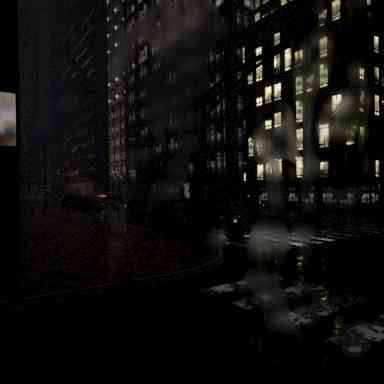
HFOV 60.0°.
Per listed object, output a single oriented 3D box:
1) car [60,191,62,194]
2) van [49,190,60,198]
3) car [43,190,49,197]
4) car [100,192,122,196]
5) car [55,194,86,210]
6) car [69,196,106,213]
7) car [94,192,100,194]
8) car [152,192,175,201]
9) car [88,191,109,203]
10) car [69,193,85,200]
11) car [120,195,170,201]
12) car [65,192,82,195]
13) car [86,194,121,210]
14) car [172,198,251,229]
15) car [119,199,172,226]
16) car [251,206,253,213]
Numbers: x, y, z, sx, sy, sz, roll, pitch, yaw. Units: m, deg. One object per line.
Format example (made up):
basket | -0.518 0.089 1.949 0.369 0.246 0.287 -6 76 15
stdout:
car | -21.731 0.946 59.756 1.837 1.490 4.892 -1 1 -34
van | -32.510 0.531 79.974 1.690 1.788 3.998 -1 1 -35
car | -35.712 0.688 84.621 2.008 1.369 4.403 -1 1 -35
car | -12.007 1.009 51.033 1.837 1.490 4.892 -1 1 -35
car | -13.766 1.289 38.034 2.008 1.369 4.403 -1 1 -35
car | -10.562 1.354 33.390 1.947 1.339 4.313 -1 1 -35
car | -16.187 1.076 51.743 2.033 1.411 5.357 -1 1 -34
car | -3.688 0.963 38.177 2.192 1.841 5.009 -1 1 -35
car | -15.992 0.795 56.750 2.097 1.767 4.553 -1 1 -35
car | -22.903 0.889 66.045 1.887 1.381 4.507 -1 1 -35
car | -4.185 1.315 28.689 1.837 1.490 4.892 -1 1 -35
car | -15.912 1.132 45.782 1.837 1.490 4.892 -1 1 -34
car | -10.035 1.246 37.189 1.812 1.442 4.674 -1 1 -35
car | 1.085 1.382 21.034 2.128 1.511 4.902 -1 1 -34
car | -2.930 1.455 22.371 2.008 1.369 4.403 -1 1 -35
car | 3.064 1.278 28.322 1.752 1.417 4.829 -1 1 -35
